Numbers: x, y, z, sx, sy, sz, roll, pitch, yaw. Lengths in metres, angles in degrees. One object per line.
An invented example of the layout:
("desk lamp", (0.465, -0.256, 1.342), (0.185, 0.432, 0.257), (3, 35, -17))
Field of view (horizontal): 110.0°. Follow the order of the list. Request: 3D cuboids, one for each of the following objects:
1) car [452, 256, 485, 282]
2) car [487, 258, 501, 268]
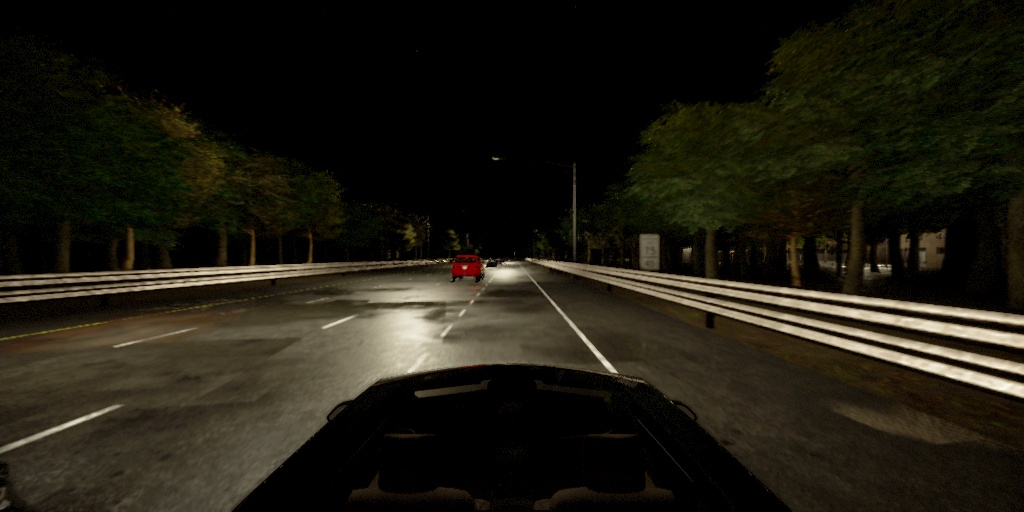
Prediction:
("car", (-3.502, 0.980, 29.167), (2.150, 2.045, 5.566), (0, 0, 0))
("car", (-3.479, 1.342, 63.215), (2.033, 1.411, 5.357), (0, 0, 0))
